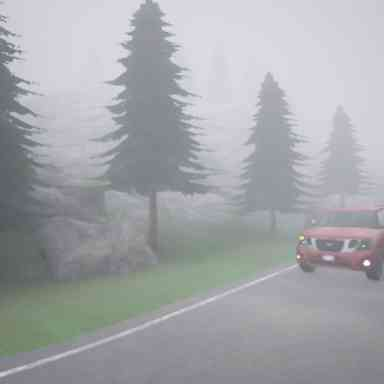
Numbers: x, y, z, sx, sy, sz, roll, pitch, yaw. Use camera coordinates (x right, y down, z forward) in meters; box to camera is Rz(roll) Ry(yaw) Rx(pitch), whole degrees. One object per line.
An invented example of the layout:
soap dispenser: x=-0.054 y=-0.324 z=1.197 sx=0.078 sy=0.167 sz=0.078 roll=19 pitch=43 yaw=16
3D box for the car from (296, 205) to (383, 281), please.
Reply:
car: x=5.465 y=1.475 z=11.187 sx=2.150 sy=2.045 sz=5.566 roll=-3 pitch=-2 yaw=40
